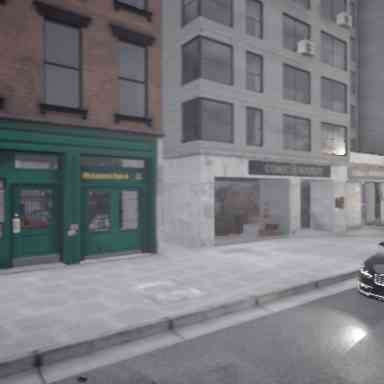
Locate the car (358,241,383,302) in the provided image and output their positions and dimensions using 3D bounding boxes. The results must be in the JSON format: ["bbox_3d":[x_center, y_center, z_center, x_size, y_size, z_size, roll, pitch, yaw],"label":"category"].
[{"bbox_3d":[5.540,1.507,7.226,4.892,1.490,1.837,1,0,-35],"label":"car"}]
